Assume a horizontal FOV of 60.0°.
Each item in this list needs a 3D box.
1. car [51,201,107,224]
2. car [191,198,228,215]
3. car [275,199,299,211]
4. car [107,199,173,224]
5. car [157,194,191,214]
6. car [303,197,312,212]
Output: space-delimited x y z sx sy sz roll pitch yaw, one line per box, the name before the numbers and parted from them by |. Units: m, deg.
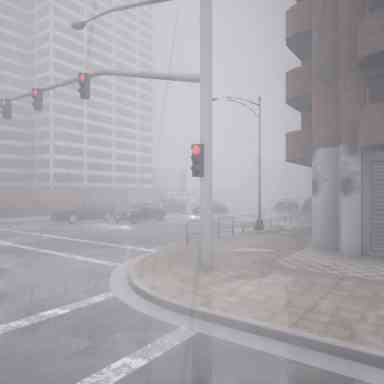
car | -8.141 1.478 25.206 1.882 1.535 5.008 0 0 35
car | 1.855 1.564 33.247 1.994 1.385 4.181 0 0 36
car | 11.620 1.526 40.716 1.812 1.442 4.674 0 0 35
car | -3.840 1.526 25.193 1.812 1.442 4.674 0 0 35
car | -2.566 1.352 33.074 2.097 1.767 4.553 0 0 35
car | 14.500 1.352 38.698 2.097 1.767 4.553 0 0 35
